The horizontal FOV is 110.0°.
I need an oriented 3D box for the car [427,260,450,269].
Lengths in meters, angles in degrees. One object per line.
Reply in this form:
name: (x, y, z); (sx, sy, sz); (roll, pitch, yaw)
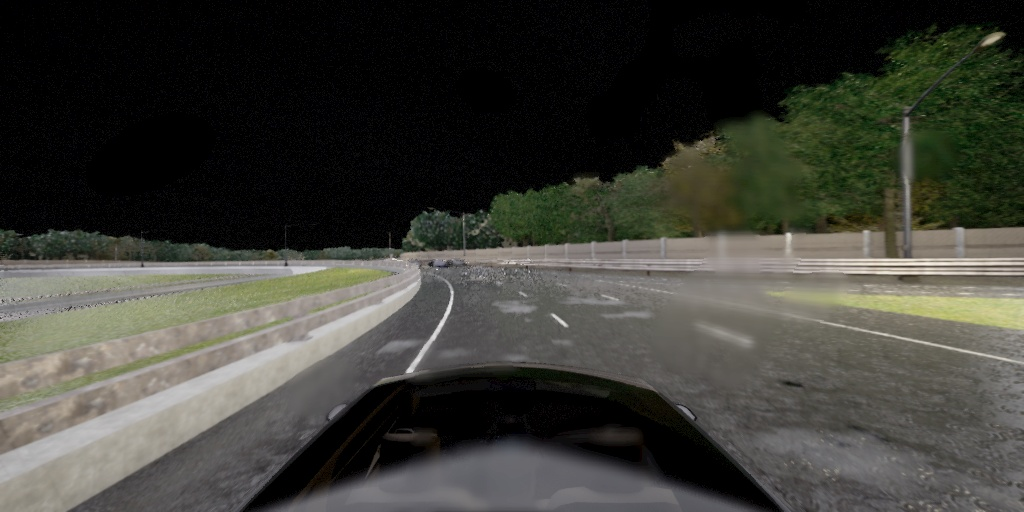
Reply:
car: (-12.038, 1.269, 57.267); (1.994, 1.385, 4.181); (-1, 0, -31)

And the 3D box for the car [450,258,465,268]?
car: (-9.538, 1.145, 59.848); (2.128, 1.511, 4.902); (-1, 0, -31)

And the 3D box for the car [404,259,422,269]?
car: (-15.633, 1.260, 56.515); (2.128, 1.511, 4.902); (-1, 0, -32)
